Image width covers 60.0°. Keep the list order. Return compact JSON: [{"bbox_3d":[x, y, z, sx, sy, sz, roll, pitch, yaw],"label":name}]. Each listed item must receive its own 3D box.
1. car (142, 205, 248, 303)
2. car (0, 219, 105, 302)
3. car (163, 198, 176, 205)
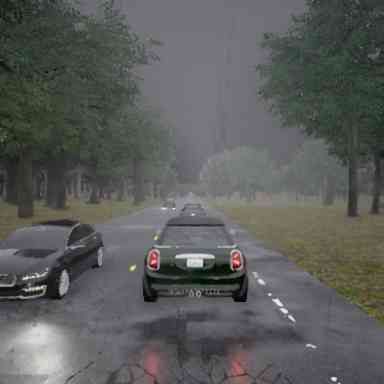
[{"bbox_3d":[0.088,1.367,8.410,2.097,1.767,4.553,0,0,1],"label":"car"},{"bbox_3d":[-3.610,1.520,8.503,1.837,1.490,4.892,0,0,0],"label":"car"},{"bbox_3d":[-3.567,1.730,53.022,1.812,1.442,4.674,0,0,0],"label":"car"}]
